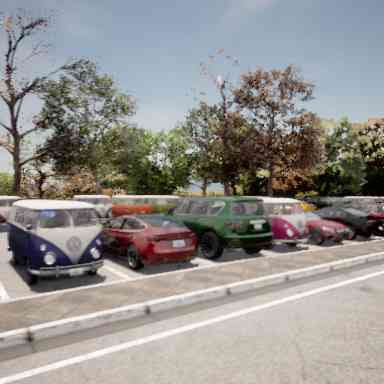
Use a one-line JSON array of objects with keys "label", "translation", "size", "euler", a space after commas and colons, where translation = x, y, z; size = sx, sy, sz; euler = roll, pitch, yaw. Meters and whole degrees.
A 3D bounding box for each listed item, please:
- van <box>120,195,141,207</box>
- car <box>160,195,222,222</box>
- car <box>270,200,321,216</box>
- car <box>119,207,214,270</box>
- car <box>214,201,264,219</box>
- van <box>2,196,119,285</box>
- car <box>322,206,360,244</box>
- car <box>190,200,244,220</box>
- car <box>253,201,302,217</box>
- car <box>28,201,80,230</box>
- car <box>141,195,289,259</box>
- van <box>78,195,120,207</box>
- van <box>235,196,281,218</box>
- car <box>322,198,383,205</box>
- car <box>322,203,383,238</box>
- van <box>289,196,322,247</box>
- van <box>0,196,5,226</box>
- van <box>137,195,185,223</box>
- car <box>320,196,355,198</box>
[{"label": "van", "translation": [-4.730, 1.245, 25.070], "size": [1.878, 1.987, 4.442], "euler": [1, 0, -35]}, {"label": "car", "translation": [-0.235, 1.281, 28.094], "size": [2.435, 2.045, 5.566], "euler": [1, 0, -35]}, {"label": "car", "translation": [11.133, 1.690, 36.217], "size": [2.097, 1.535, 5.008], "euler": [1, 0, -35]}, {"label": "car", "translation": [-1.713, 1.466, 11.054], "size": [2.163, 1.488, 4.792], "euler": [0, 0, -35]}, {"label": "car", "translation": [4.362, 1.637, 31.400], "size": [2.002, 1.452, 4.674], "euler": [1, 0, -35]}, {"label": "van", "translation": [-3.895, 1.224, 9.320], "size": [1.878, 1.987, 4.442], "euler": [0, 0, -35]}, {"label": "car", "translation": [5.065, 1.541, 15.848], "size": [2.002, 1.452, 4.674], "euler": [1, 0, -35]}, {"label": "car", "translation": [2.108, 1.565, 29.790], "size": [2.097, 1.535, 5.008], "euler": [1, 0, -35]}, {"label": "car", "translation": [8.770, 1.698, 34.545], "size": [2.002, 1.452, 4.674], "euler": [1, 0, -35]}, {"label": "car", "translation": [-9.164, 1.435, 21.775], "size": [2.097, 1.535, 5.008], "euler": [0, 0, -35]}, {"label": "car", "translation": [0.530, 1.187, 12.650], "size": [2.435, 2.045, 5.566], "euler": [1, 0, -35]}, {"label": "van", "translation": [-6.959, 1.213, 23.196], "size": [1.878, 1.987, 4.442], "euler": [0, 0, -35]}, {"label": "van", "translation": [6.450, 1.401, 33.032], "size": [1.878, 1.987, 4.442], "euler": [1, 0, -35]}, {"label": "car", "translation": [9.609, 1.438, 19.042], "size": [2.185, 1.767, 4.553], "euler": [1, 0, -35]}, {"label": "car", "translation": [7.331, 1.532, 17.452], "size": [2.097, 1.535, 5.008], "euler": [1, 0, -35]}, {"label": "van", "translation": [2.876, 1.244, 14.142], "size": [1.878, 1.987, 4.442], "euler": [1, 0, -35]}, {"label": "van", "translation": [-11.351, 1.223, 20.068], "size": [1.878, 1.987, 4.442], "euler": [0, 0, -35]}, {"label": "van", "translation": [-2.576, 1.275, 26.605], "size": [1.878, 1.987, 4.442], "euler": [1, 0, -35]}, {"label": "car", "translation": [15.662, 1.502, 39.415], "size": [2.435, 2.045, 5.566], "euler": [1, 0, -35]}]
